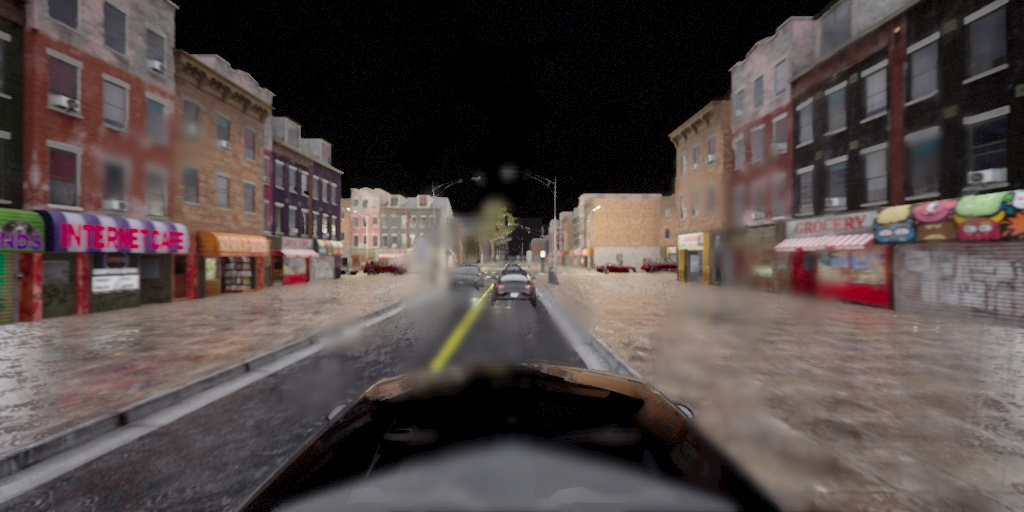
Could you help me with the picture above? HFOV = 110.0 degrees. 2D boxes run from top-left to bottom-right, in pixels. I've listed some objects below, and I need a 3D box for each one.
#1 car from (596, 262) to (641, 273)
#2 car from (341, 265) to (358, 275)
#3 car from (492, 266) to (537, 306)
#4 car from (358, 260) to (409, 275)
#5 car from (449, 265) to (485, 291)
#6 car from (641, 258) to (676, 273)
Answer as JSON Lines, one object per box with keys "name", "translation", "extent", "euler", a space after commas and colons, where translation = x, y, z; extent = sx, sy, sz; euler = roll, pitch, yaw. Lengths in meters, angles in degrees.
{"name": "car", "translation": [11.933, 1.373, 41.237], "extent": [4.507, 1.381, 1.888], "euler": [0, 0, 0]}
{"name": "car", "translation": [-19.901, 1.629, 41.166], "extent": [4.313, 1.339, 1.948], "euler": [0, 0, 0]}
{"name": "car", "translation": [0.094, 1.330, 15.934], "extent": [1.812, 1.442, 4.674], "euler": [0, 0, 0]}
{"name": "car", "translation": [-14.475, 1.336, 41.178], "extent": [5.009, 1.841, 2.192], "euler": [0, 0, 0]}
{"name": "car", "translation": [-2.764, 1.346, 22.723], "extent": [1.837, 1.490, 4.892], "euler": [0, -1, 0]}
{"name": "car", "translation": [17.367, 1.105, 41.249], "extent": [5.009, 1.841, 2.192], "euler": [0, 0, 0]}
